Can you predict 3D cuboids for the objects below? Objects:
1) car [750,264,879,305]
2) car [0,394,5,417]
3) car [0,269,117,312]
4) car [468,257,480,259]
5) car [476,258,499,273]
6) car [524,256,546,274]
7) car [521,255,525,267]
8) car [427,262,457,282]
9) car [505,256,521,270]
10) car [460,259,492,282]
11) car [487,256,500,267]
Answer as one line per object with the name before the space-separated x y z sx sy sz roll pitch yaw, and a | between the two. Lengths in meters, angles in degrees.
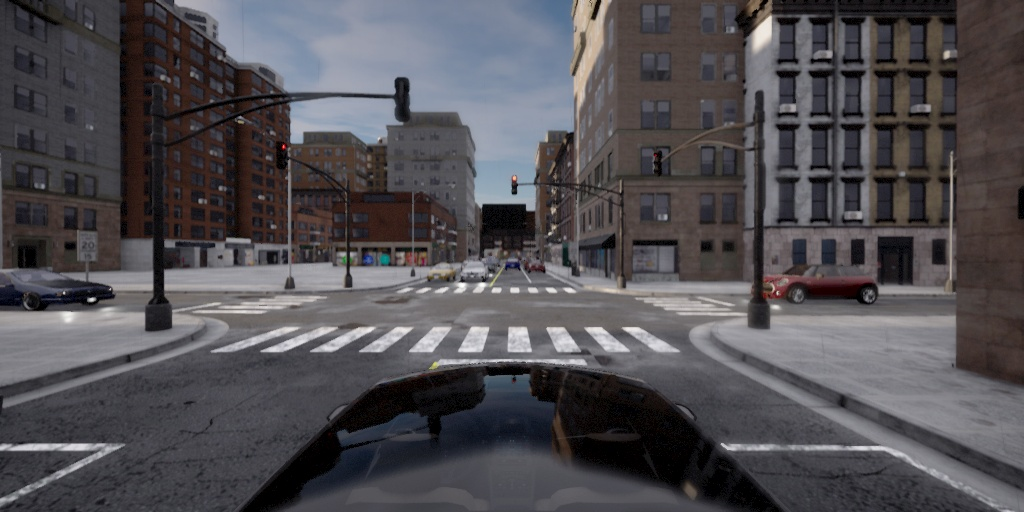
car | 13.222 1.127 15.893 4.553 1.767 2.097 0 0 -1
car | -5.388 1.302 1.291 2.007 1.370 4.403 0 0 0
car | -17.807 1.177 12.934 5.357 1.411 2.033 0 0 0
car | -5.404 1.153 45.122 2.007 1.370 4.403 0 0 0
car | -2.854 1.183 40.058 1.994 1.385 4.181 0 0 0
car | 2.624 1.061 39.463 1.967 1.591 4.097 0 0 0
car | 2.622 0.917 45.125 2.192 1.841 5.009 0 0 0
car | -5.397 1.185 27.967 1.751 1.417 4.829 0 0 0
car | 0.083 1.072 47.668 1.882 1.535 5.008 0 0 0
car | -2.856 1.186 28.104 1.812 1.442 4.674 0 0 0
car | -2.826 1.059 56.135 2.128 1.511 4.902 0 0 0
